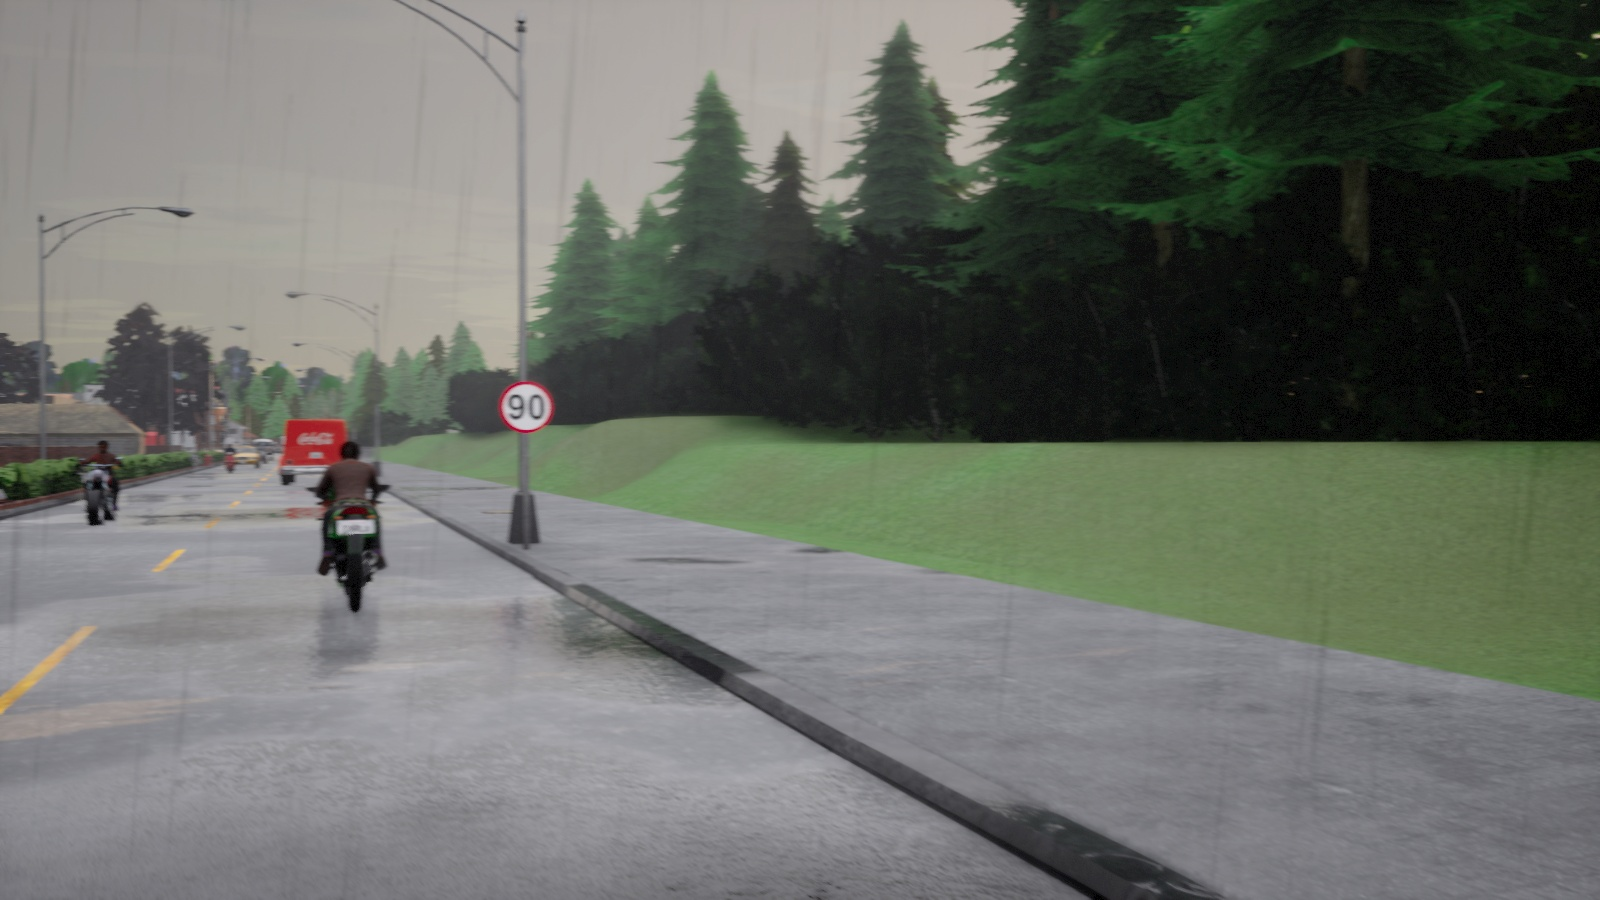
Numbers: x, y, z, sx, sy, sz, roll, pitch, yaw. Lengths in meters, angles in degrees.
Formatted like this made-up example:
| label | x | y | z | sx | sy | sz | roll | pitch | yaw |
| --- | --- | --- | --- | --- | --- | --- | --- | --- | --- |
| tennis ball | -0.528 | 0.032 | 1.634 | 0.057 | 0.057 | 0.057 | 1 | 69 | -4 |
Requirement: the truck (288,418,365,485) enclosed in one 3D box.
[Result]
| label | x | y | z | sx | sy | sz | roll | pitch | yaw |
| --- | --- | --- | --- | --- | --- | --- | --- | --- | --- |
| truck | -18.390 | 0.030 | 48.746 | 2.627 | 2.467 | 5.204 | 0 | 1 | -21 |

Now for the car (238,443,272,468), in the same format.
| label | x | y | z | sx | sy | sz | roll | pitch | yaw |
| --- | --- | --- | --- | --- | --- | --- | --- | --- | --- |
| car | -35.167 | 0.310 | 81.124 | 1.801 | 1.575 | 5.366 | 0 | 0 | -21 |

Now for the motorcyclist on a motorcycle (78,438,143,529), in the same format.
| label | x | y | z | sx | sy | sz | roll | pitch | yaw |
| --- | --- | --- | --- | --- | --- | --- | --- | --- | --- |
| motorcyclist on a motorcycle | -13.117 | 0.592 | 23.958 | 0.766 | 1.649 | 2.350 | 0 | 1 | -21 |

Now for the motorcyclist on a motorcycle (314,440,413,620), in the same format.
| label | x | y | z | sx | sy | sz | roll | pitch | yaw |
| --- | --- | --- | --- | --- | --- | --- | --- | --- | --- |
| motorcyclist on a motorcycle | -4.102 | 0.671 | 11.709 | 0.797 | 1.523 | 2.044 | 0 | 0 | -21 |

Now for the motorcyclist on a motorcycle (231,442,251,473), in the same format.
| label | x | y | z | sx | sy | sz | roll | pitch | yaw |
| --- | --- | --- | --- | --- | --- | --- | --- | --- | --- |
| motorcyclist on a motorcycle | -29.176 | 0.398 | 65.603 | 0.866 | 1.590 | 1.817 | 0 | 0 | -21 |
